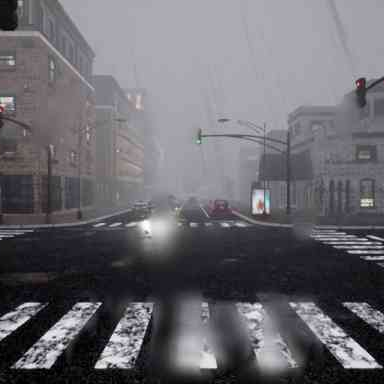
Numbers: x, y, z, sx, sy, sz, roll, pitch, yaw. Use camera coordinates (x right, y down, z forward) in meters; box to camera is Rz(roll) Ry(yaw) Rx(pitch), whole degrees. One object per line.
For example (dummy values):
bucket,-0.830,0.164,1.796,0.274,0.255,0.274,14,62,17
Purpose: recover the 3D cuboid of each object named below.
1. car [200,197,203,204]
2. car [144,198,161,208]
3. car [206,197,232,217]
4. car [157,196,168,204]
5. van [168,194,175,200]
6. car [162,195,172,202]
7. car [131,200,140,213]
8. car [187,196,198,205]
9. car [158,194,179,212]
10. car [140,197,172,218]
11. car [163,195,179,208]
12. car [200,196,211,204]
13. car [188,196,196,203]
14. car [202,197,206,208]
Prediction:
car,2.640,1.577,48.833,2.008,1.369,4.403,0,0,0
car,-5.740,1.577,48.812,2.008,1.369,4.403,0,0,0
car,2.656,1.449,31.742,1.967,1.590,4.097,0,0,0
car,-5.756,1.573,65.732,1.752,1.417,4.829,0,0,0
van,-5.784,1.441,94.385,1.690,1.788,3.998,-1,0,0
car,-5.768,1.506,77.295,1.967,1.590,4.097,0,0,0
car,-5.729,1.565,37.419,2.008,1.369,4.403,0,0,0
car,0.047,1.545,60.286,1.837,1.490,4.892,0,0,0
car,-3.135,1.239,40.186,2.150,2.045,5.566,0,0,0
car,-3.137,1.500,29.945,2.128,1.511,4.902,0,0,-2
car,-3.133,1.380,50.404,2.097,1.767,4.553,0,0,0
car,2.625,1.599,65.922,2.008,1.369,4.403,-1,0,0
car,0.016,1.580,70.704,1.812,1.442,4.674,0,0,0
car,2.646,1.602,43.136,1.802,1.307,4.206,0,0,0
